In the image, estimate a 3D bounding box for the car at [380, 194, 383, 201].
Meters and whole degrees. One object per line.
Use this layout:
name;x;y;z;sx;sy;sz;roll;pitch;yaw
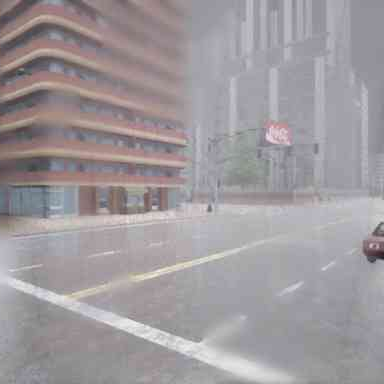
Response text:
car;46.543;1.275;79.114;2.128;1.511;4.902;0;0;38

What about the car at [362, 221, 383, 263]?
car;7.125;1.587;11.033;1.895;1.301;4.718;0;0;38
